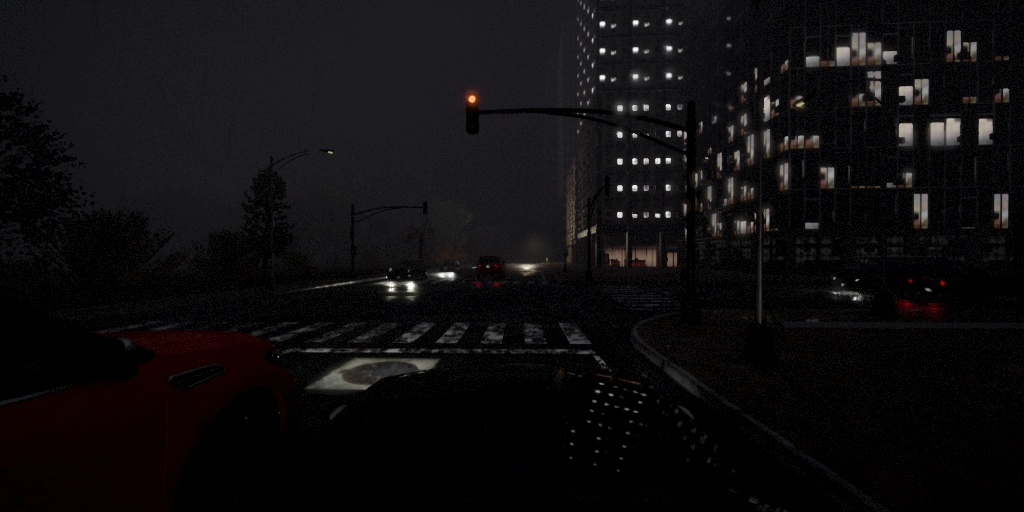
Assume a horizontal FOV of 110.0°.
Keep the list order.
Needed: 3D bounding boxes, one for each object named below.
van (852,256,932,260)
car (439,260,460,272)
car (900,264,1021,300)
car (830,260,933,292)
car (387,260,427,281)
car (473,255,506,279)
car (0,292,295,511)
[{"bbox_3d":[22.115,0.856,21.096,3.998,1.789,1.690,0,0,4],"label":"van"},{"bbox_3d":[-7.790,1.234,45.360,2.128,1.511,4.902,0,0,4],"label":"car"},{"bbox_3d":[20.238,1.151,15.357,4.718,1.301,1.895,0,0,5],"label":"car"},{"bbox_3d":[19.911,1.090,18.530,5.357,1.411,2.033,0,0,4],"label":"car"},{"bbox_3d":[-8.723,1.096,30.193,2.097,1.767,4.553,0,0,4],"label":"car"},{"bbox_3d":[-1.852,0.968,32.769,2.150,2.045,5.566,0,0,4],"label":"car"},{"bbox_3d":[-3.118,0.965,1.011,2.150,2.045,5.566,0,-1,0],"label":"car"}]
